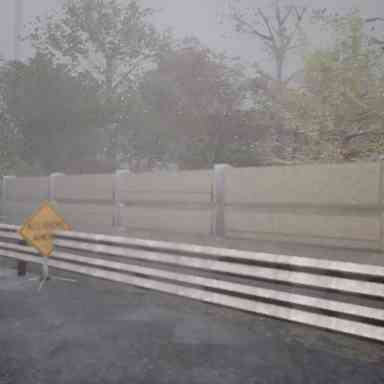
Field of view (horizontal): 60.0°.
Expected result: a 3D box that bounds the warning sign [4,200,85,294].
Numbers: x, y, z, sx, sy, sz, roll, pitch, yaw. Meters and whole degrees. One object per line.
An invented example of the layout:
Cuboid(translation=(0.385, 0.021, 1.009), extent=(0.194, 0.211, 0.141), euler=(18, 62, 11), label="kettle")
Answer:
Cuboid(translation=(-3.298, 1.121, 7.509), extent=(1.060, 1.860, 1.300), euler=(0, 0, 35), label="warning sign")
